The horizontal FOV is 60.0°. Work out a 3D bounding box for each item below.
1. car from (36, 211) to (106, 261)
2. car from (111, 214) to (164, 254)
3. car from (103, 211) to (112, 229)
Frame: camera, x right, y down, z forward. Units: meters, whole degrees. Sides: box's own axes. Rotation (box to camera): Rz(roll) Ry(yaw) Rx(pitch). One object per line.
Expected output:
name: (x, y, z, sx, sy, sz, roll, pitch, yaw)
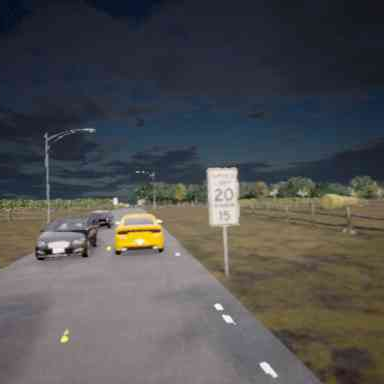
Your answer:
car: (-5.070, 1.816, 13.988, 2.128, 1.511, 4.902, -2, -1, -10)
car: (-2.360, 1.718, 14.838, 1.882, 1.535, 5.008, -2, -1, -10)
car: (-7.150, 2.133, 25.910, 1.895, 1.301, 4.718, -2, -1, -10)
